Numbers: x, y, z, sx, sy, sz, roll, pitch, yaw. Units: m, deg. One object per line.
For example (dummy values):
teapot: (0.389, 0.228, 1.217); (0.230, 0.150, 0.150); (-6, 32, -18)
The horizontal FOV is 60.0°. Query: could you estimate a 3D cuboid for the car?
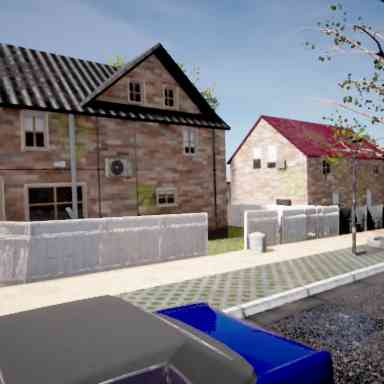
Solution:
car: (-1.139, 1.601, 2.183); (4.718, 1.301, 1.895); (0, 0, -38)
